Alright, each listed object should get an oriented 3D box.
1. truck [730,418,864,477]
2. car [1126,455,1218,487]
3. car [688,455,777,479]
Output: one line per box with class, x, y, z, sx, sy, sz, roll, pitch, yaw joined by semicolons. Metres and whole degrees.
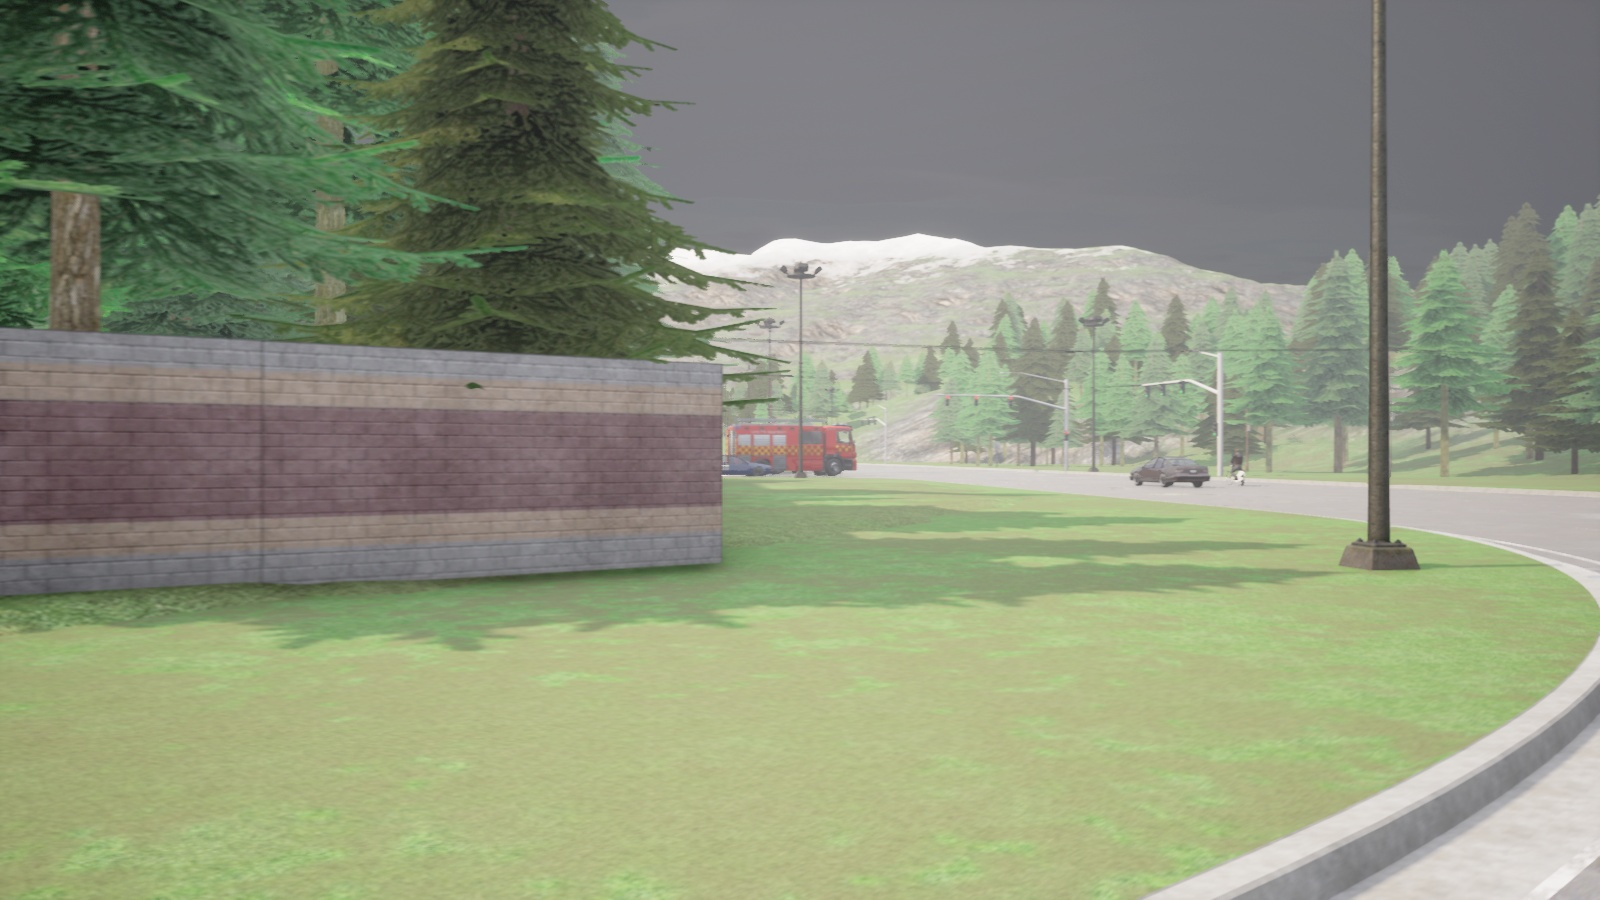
truck;-0.206;-0.151;83.759;8.468;3.827;2.891;0;0;-18
car;17.143;0.934;58.155;2.033;1.411;5.357;0;0;-8
car;-4.245;1.057;78.883;5.357;1.411;2.033;0;0;-9
